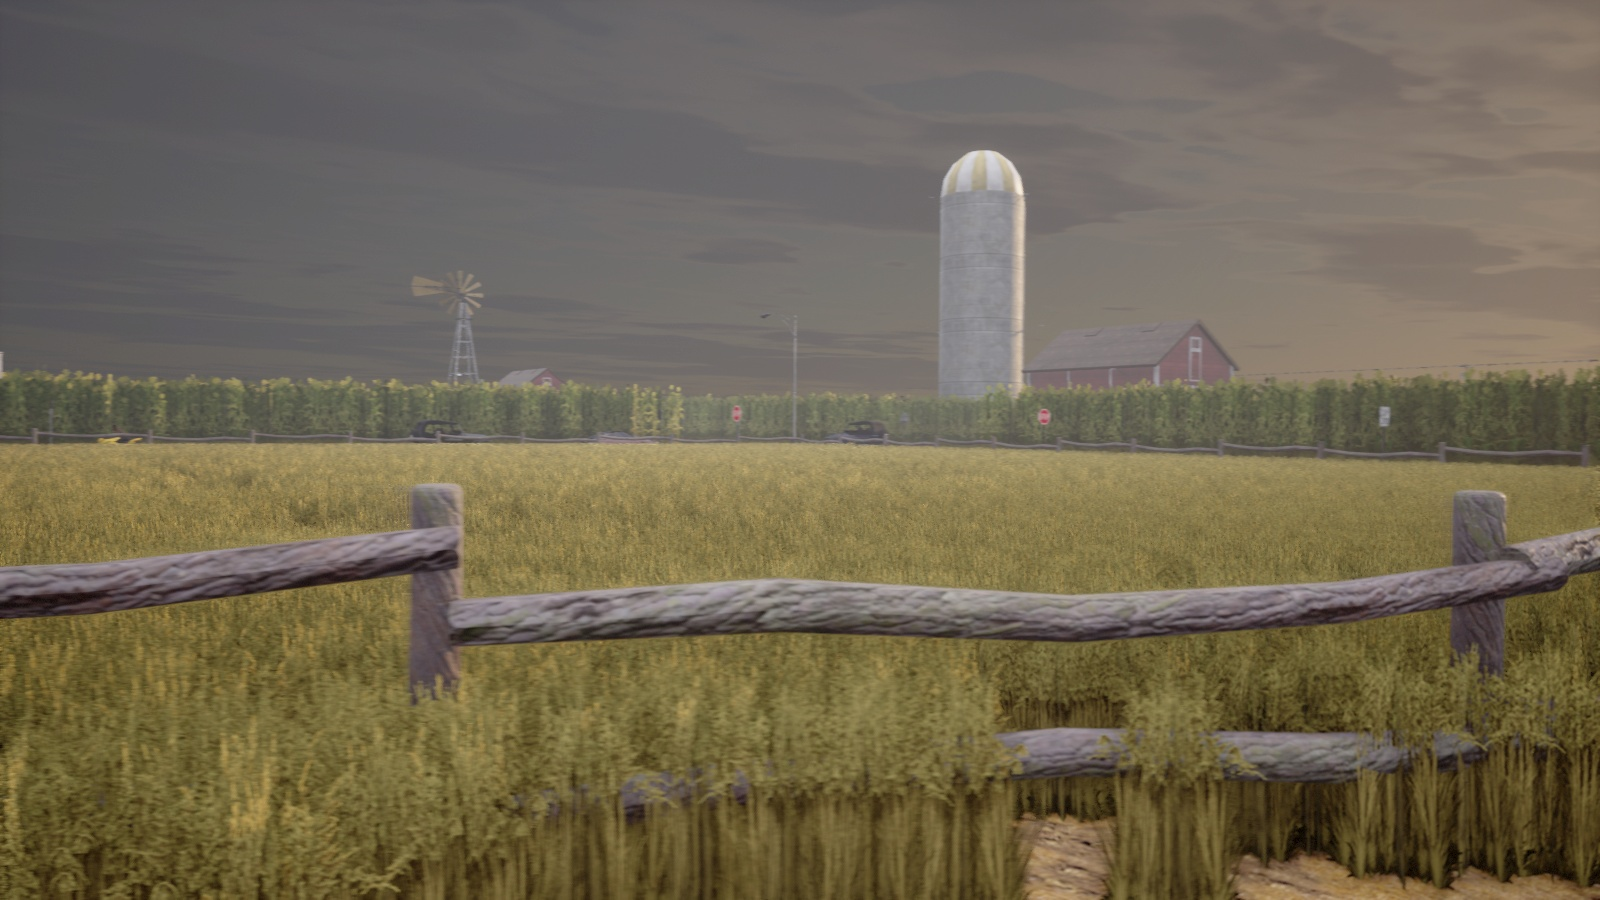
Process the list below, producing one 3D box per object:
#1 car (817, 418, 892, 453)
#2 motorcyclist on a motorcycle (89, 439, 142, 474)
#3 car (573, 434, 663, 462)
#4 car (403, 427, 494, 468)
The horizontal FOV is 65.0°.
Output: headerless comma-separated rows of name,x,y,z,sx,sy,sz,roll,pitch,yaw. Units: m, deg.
car,3.099,-0.795,72.059,3.866,1.878,1.905,-1,0,35
motorcyclist on a motorcycle,-30.700,0.291,56.324,2.044,1.523,0.797,-1,1,-32
car,-9.566,-0.115,66.001,4.181,1.385,1.994,-2,1,-32
car,-17.136,-0.162,61.217,3.866,1.878,1.905,-2,1,-32
